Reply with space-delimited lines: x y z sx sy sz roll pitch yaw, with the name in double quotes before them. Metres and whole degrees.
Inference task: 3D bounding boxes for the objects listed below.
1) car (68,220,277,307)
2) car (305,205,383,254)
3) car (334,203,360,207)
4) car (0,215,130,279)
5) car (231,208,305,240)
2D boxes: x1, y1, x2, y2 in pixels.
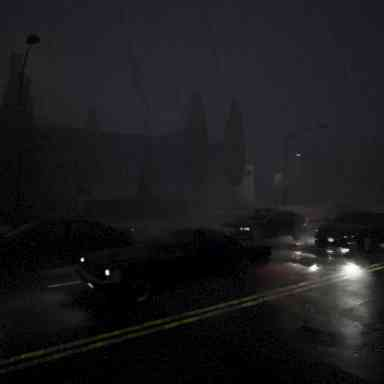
"car" -0.286 1.602 8.129 4.718 1.301 1.895 0 0 -36
"car" 6.900 1.506 13.729 4.892 1.490 1.837 0 0 -41
"car" 10.478 1.493 22.537 2.128 1.511 4.902 0 0 36
"car" -4.118 1.479 9.700 5.008 1.535 1.882 0 0 -36
"car" 3.380 1.493 15.329 4.902 1.511 2.128 0 0 -39
